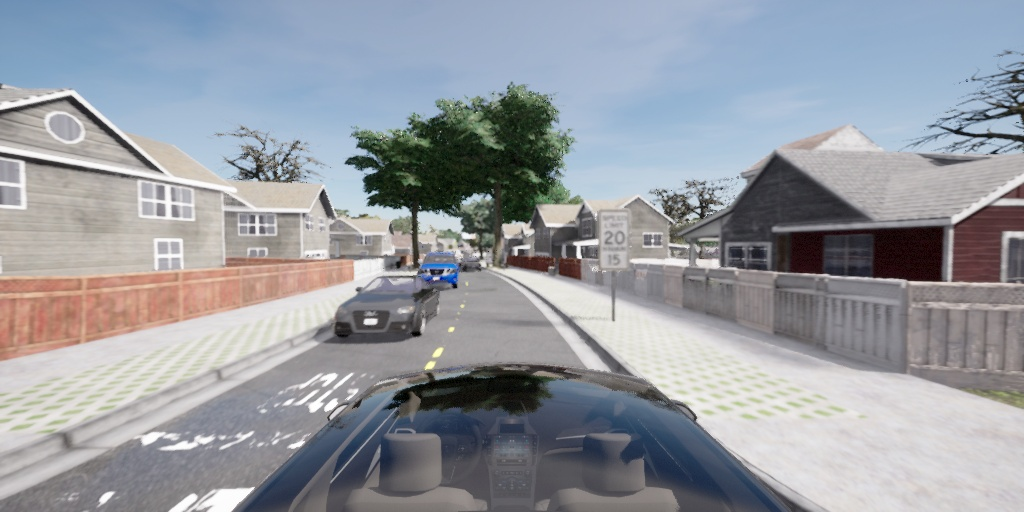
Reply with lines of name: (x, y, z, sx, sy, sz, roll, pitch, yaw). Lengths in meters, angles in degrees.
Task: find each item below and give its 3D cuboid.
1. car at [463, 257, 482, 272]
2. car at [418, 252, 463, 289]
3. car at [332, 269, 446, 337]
car: (-4.394, 0.859, 39.038, 2.128, 1.511, 4.902, 0, 1, -11)
car: (-4.244, 0.784, 21.377, 2.150, 2.045, 5.566, 0, 1, -7)
car: (-3.202, 1.241, 9.905, 1.994, 1.385, 4.181, 0, 1, -3)
